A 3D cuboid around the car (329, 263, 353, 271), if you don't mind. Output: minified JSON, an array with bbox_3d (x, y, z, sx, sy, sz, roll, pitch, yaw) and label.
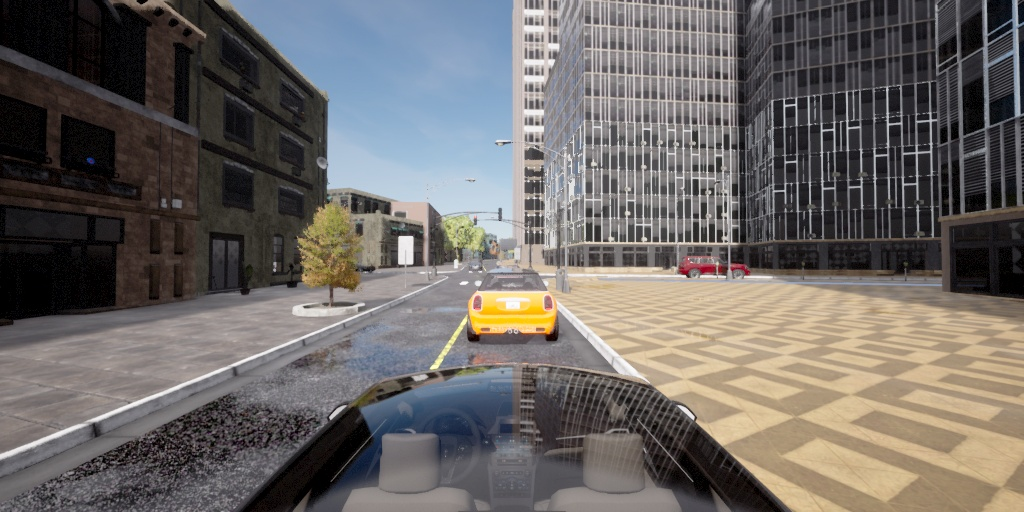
[{"bbox_3d":[-20.589,1.317,40.141,4.313,1.339,1.948,0,0,18],"label":"car"}]

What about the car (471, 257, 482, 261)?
[{"bbox_3d":[-5.000,1.287,49.001,1.812,1.442,4.674,0,0,-7],"label":"car"}]

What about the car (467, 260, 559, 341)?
[{"bbox_3d":[0.003,1.105,10.002,2.097,1.767,4.553,0,0,0],"label":"car"}]

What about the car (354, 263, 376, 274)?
[{"bbox_3d":[-18.415,1.389,42.040,4.718,1.301,1.895,0,-1,18],"label":"car"}]

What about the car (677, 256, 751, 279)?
[{"bbox_3d":[15.742,0.938,28.257,5.009,1.841,2.192,0,0,18],"label":"car"}]
